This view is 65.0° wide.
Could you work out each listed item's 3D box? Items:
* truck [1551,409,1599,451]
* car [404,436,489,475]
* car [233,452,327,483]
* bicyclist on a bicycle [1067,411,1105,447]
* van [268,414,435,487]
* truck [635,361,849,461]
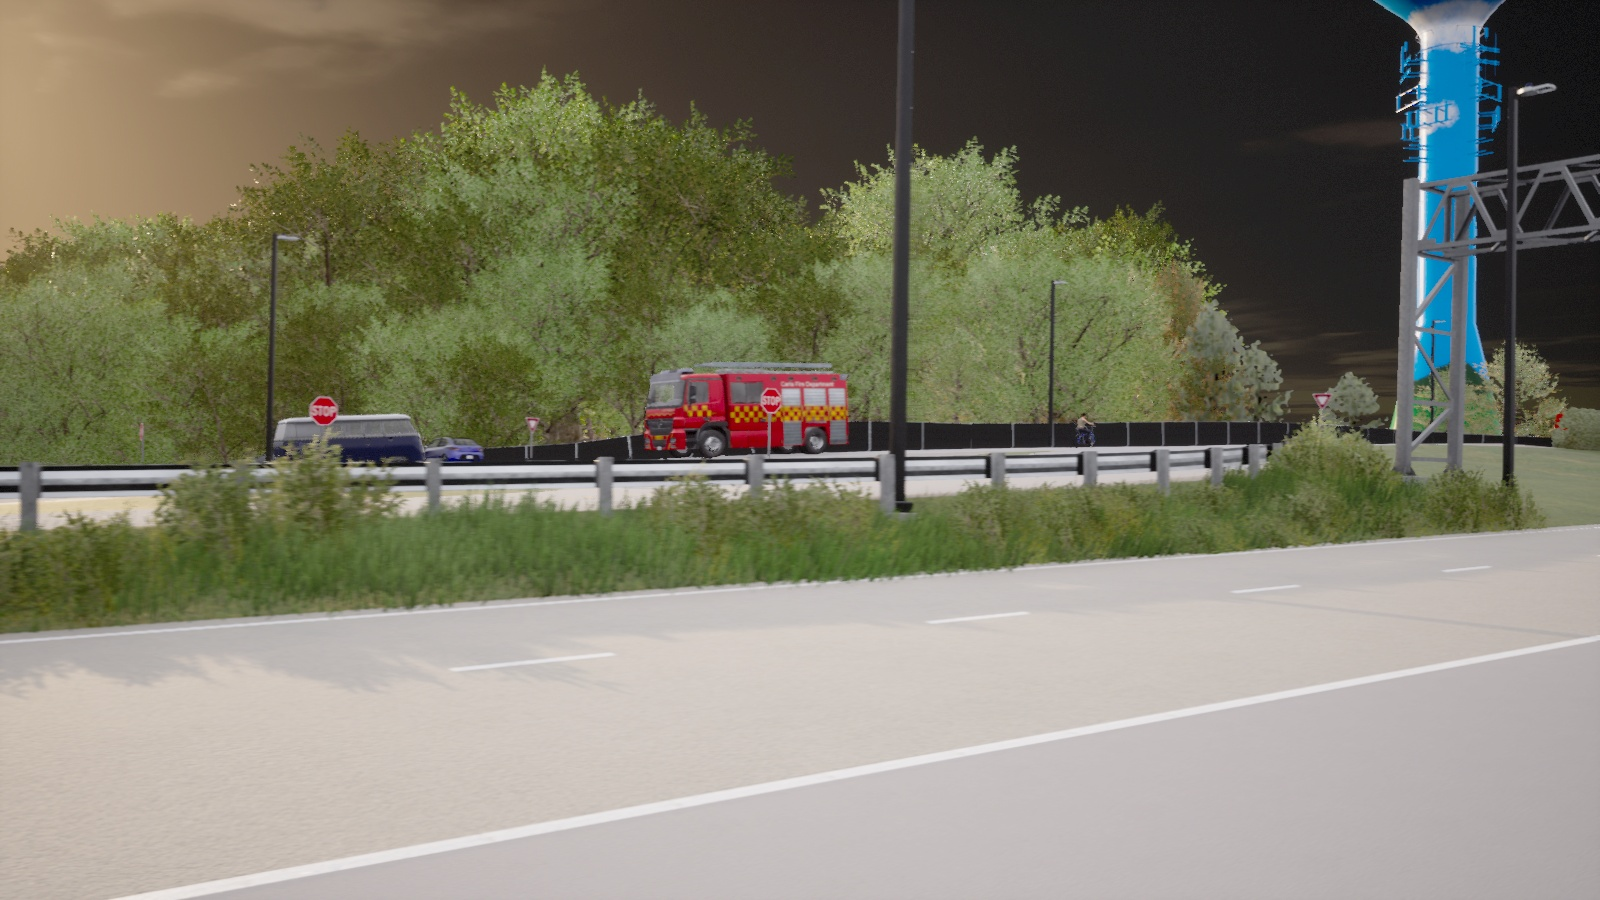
[{"bbox_3d":[52.910,-1.306,83.392,5.204,2.467,2.627,3,-2,-24],"label":"truck"},{"bbox_3d":[-15.400,0.274,54.575,1.816,1.474,4.193,1,-4,-43],"label":"car"},{"bbox_3d":[-26.865,0.913,64.791,5.357,1.411,2.033,-3,-2,37],"label":"car"},{"bbox_3d":[13.005,-0.944,57.097,1.509,1.612,0.866,-1,0,-31],"label":"bicyclist on a bicycle"},{"bbox_3d":[-13.778,-0.021,38.656,4.442,1.987,1.775,-4,2,-34],"label":"van"},{"bbox_3d":[-2.284,-1.627,51.686,8.468,3.827,2.891,-2,1,-35],"label":"truck"}]
